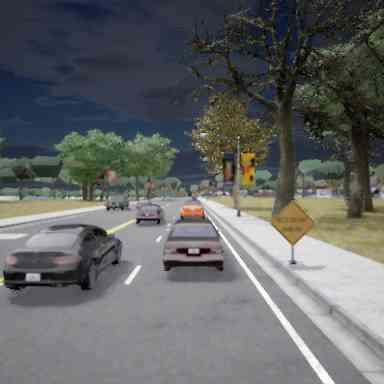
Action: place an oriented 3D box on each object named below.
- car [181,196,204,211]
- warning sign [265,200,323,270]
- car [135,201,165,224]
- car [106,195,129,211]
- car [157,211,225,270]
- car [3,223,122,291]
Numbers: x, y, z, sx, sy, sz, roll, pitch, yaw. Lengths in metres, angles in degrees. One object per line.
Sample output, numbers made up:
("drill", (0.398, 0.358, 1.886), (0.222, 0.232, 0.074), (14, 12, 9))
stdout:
("car", (0.066, 1.518, 30.858), (2.097, 1.767, 4.553), (0, 0, 0))
("warning sign", (2.846, 1.164, 9.407), (1.300, 1.860, 1.060), (0, 0, 0))
("car", (-3.198, 1.688, 26.223), (2.033, 1.411, 5.357), (0, 0, 0))
("car", (-9.869, 1.464, 44.586), (2.150, 2.045, 5.566), (0, 0, 0))
("car", (0.060, 1.606, 11.234), (2.033, 1.411, 5.357), (0, 0, 0))
("car", (-3.204, 1.573, 9.043), (1.812, 1.442, 4.674), (0, 0, 0))
